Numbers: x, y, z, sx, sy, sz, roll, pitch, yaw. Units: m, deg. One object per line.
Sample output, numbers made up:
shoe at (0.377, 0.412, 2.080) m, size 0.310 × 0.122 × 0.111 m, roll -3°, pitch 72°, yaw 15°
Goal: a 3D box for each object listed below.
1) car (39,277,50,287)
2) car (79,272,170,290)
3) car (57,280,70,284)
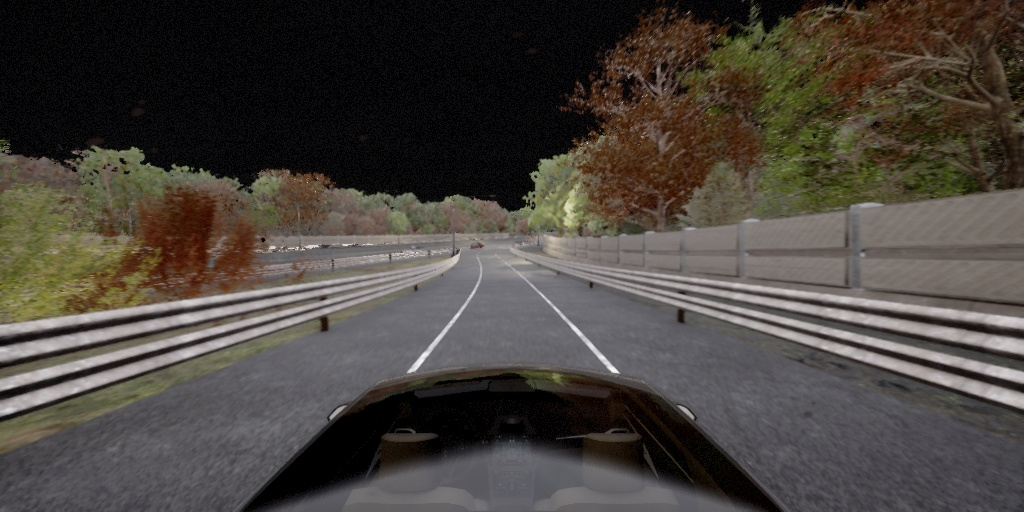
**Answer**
car at (-35.890, 1.892, 29.693) m, size 1.895 × 1.301 × 4.718 m, roll 1°, pitch 4°, yaw 18°
car at (-29.198, 1.916, 27.620) m, size 1.812 × 1.442 × 4.674 m, roll 1°, pitch 4°, yaw 18°
car at (-32.533, 1.939, 28.699) m, size 1.895 × 1.301 × 4.718 m, roll 1°, pitch 4°, yaw 18°
